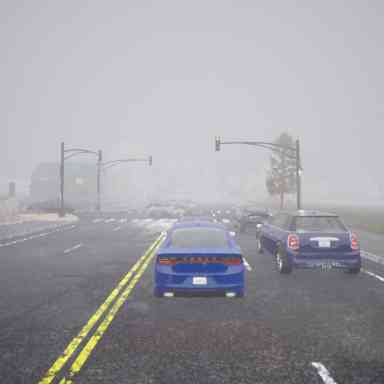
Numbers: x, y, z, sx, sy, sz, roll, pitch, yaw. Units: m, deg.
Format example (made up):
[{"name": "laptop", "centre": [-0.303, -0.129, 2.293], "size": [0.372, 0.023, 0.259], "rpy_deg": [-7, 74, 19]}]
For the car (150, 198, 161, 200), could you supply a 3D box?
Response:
[{"name": "car", "centre": [-5.285, 1.581, 48.218], "size": [1.837, 1.490, 4.892], "rpy_deg": [0, 0, 3]}]

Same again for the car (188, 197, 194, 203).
[{"name": "car", "centre": [-0.735, 1.690, 67.457], "size": [1.994, 1.385, 4.181], "rpy_deg": [0, 0, 5]}]

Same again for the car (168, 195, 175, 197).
[{"name": "car", "centre": [-4.034, 1.479, 66.989], "size": [2.097, 1.767, 4.553], "rpy_deg": [0, 0, 5]}]

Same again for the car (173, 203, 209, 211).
[{"name": "car", "centre": [0.307, 1.562, 18.411], "size": [2.033, 1.411, 5.357], "rpy_deg": [0, 0, 1]}]

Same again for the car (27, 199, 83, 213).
[{"name": "car", "centre": [-14.055, 1.386, 34.260], "size": [5.357, 1.411, 2.033], "rpy_deg": [1, -1, 7]}]

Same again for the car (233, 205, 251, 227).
[{"name": "car", "centre": [3.597, 1.520, 19.846], "size": [1.837, 1.490, 4.892], "rpy_deg": [0, 0, 1]}]

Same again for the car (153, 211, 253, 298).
[{"name": "car", "centre": [0.160, 1.483, 8.598], "size": [1.882, 1.535, 5.008], "rpy_deg": [0, 0, 0]}]

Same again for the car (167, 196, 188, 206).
[{"name": "car", "centre": [-2.102, 1.670, 46.933], "size": [1.895, 1.301, 4.718], "rpy_deg": [0, 0, 3]}]

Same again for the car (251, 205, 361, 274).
[{"name": "car", "centre": [3.440, 1.358, 10.694], "size": [2.097, 1.767, 4.553], "rpy_deg": [0, 0, 1]}]

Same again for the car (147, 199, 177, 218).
[{"name": "car", "centre": [-2.796, 1.637, 30.907], "size": [1.895, 1.301, 4.718], "rpy_deg": [0, 0, 2]}]
